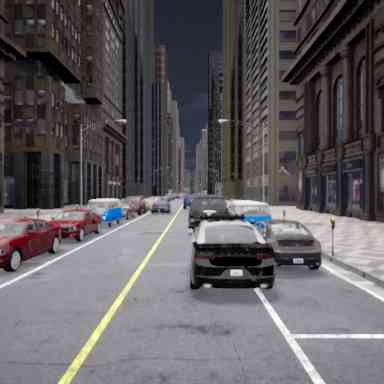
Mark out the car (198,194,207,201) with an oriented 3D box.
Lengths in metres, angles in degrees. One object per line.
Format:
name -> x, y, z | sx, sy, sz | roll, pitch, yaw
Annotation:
car -> 2.685, 1.320, 83.838 | 2.192, 1.841, 5.009 | 0, 0, 0

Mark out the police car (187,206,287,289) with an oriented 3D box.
police car -> 0.892, 1.422, 9.270 | 1.930, 1.638, 5.238 | 0, 0, 0

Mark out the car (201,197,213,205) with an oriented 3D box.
car -> 2.706, 1.562, 61.363 | 1.947, 1.339, 4.313 | 0, 0, 0

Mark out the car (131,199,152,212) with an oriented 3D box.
car -> -5.798, 1.517, 38.698 | 1.752, 1.417, 4.829 | 0, 0, 0

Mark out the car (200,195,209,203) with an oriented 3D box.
car -> 2.696, 1.441, 72.601 | 1.967, 1.590, 4.097 | 0, 0, 0

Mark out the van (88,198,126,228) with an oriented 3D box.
van -> -5.782, 1.336, 22.012 | 1.690, 1.788, 3.998 | 0, 0, 0

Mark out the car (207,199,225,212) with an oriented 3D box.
car -> 2.727, 1.574, 38.888 | 1.802, 1.307, 4.206 | 0, 0, 0

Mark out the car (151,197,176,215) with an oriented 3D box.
car -> -3.118, 1.540, 34.353 | 2.033, 1.411, 5.357 | 0, 0, 0

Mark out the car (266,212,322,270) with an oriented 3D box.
car -> 2.753, 1.547, 10.794 | 2.008, 1.369, 4.403 | 0, 0, 0

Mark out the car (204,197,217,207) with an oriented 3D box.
car -> 2.716, 1.517, 50.296 | 1.752, 1.417, 4.829 | 0, 0, 0

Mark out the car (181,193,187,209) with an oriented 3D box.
car -> -0.031, 1.213, 44.422 | 2.150, 2.045, 5.566 | 0, 0, 0

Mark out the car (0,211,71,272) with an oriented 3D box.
car -> -5.772, 1.541, 10.775 | 1.887, 1.381, 4.507 | 0, 0, 0

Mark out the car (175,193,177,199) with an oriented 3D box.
car -> -5.845, 1.553, 89.433 | 1.887, 1.381, 4.507 | 0, 0, 0

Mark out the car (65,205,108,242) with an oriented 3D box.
car -> -5.777, 1.540, 16.394 | 1.887, 1.381, 4.507 | 0, 0, 0

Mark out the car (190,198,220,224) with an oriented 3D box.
car -> 0.876, 1.345, 25.130 | 2.097, 1.767, 4.553 | 0, 0, 0

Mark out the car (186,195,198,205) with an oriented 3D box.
car -> -0.054, 1.347, 58.802 | 2.097, 1.767, 4.553 | 0, 0, 0

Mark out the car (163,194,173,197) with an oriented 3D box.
car -> -5.829, 1.582, 72.578 | 1.802, 1.307, 4.206 | 0, 0, 0

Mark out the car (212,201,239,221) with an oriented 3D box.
car -> 2.737, 1.519, 27.821 | 1.752, 1.417, 4.829 | 0, 0, 0

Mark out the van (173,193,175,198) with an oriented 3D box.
van -> -5.840, 1.346, 83.815 | 1.690, 1.788, 3.998 | 0, 0, 0

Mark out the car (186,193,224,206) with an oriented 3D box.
car -> 0.883, 1.219, 19.190 | 2.150, 2.045, 5.566 | 0, 0, 0

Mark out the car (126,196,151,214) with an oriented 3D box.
car -> -5.793, 1.308, 33.249 | 2.192, 1.841, 5.009 | 0, 0, 0

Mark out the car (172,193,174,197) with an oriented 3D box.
car -> -5.834, 1.569, 78.196 | 1.947, 1.339, 4.313 | 0, 0, 0

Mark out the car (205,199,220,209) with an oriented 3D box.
car -> 2.722, 1.573, 44.507 | 1.802, 1.307, 4.206 | 0, 0, 0

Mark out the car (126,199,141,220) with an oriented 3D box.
car -> -5.788, 1.545, 27.630 | 2.008, 1.369, 4.403 | 0, 0, 0

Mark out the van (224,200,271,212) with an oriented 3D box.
van -> 2.748, 1.336, 16.413 | 1.690, 1.788, 3.998 | 0, 0, 0
